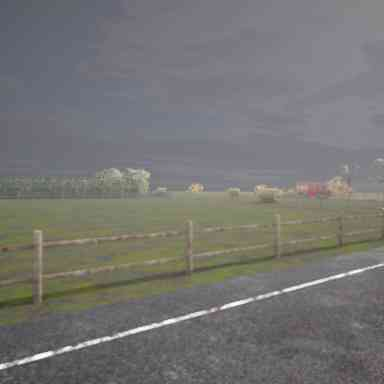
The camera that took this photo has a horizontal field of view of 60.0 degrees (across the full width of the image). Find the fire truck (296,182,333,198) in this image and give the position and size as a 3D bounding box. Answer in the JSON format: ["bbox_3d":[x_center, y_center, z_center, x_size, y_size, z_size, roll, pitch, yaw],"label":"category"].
[{"bbox_3d":[29.083,-0.543,79.234,2.891,3.827,8.468,1,0,-32],"label":"fire truck"}]
